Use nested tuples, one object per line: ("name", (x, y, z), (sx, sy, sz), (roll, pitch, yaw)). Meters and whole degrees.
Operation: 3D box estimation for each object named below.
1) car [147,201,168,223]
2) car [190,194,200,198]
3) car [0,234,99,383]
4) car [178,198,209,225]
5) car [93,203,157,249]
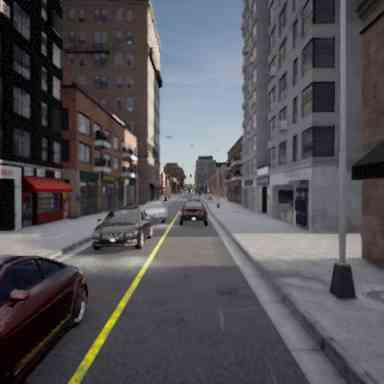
("car", (-2.792, 1.436, 24.801), (1.812, 1.442, 4.674), (0, 0, 1))
("car", (0.378, 1.360, 44.037), (1.837, 1.490, 4.892), (0, 0, 1))
("car", (-2.802, 1.546, 4.145), (1.994, 1.385, 4.181), (0, 0, 0))
("car", (0.109, 1.419, 23.372), (1.837, 1.490, 4.892), (0, 0, 0))
("car", (-2.795, 1.449, 14.232), (1.837, 1.490, 4.892), (0, 0, 0))
